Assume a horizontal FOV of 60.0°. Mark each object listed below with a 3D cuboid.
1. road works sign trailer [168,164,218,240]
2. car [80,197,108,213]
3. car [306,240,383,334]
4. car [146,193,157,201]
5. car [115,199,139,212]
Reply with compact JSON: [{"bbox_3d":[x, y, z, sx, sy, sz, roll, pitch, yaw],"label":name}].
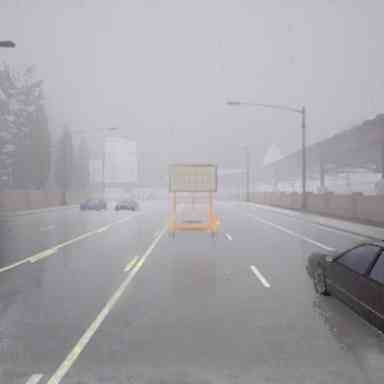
[{"bbox_3d":[0.048,0.398,16.609,2.380,3.560,2.880,0,0,0],"label":"road works sign trailer"},{"bbox_3d":[-10.489,1.338,35.721,1.882,1.535,5.008,0,0,0],"label":"car"},{"bbox_3d":[3.615,1.525,5.470,2.033,1.411,5.357,0,0,0],"label":"car"},{"bbox_3d":[-9.333,1.110,76.464,2.097,1.767,4.553,0,-1,-12],"label":"car"},{"bbox_3d":[-6.988,1.423,35.946,1.994,1.385,4.181,0,0,0],"label":"car"}]
